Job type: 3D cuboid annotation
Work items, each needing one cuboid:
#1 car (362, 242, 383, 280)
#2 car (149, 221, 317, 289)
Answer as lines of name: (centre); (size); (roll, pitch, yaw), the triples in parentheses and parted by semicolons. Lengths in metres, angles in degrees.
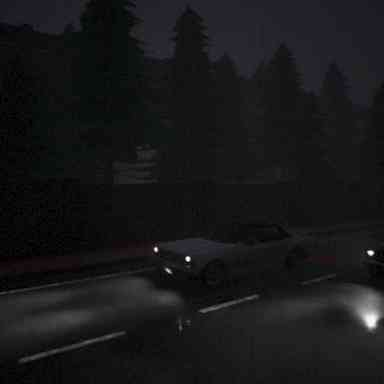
car: (6.355, 1.485, 8.426); (4.718, 1.301, 1.895); (-1, 0, -35)
car: (1.255, 1.527, 9.134); (4.718, 1.301, 1.895); (-1, 0, -35)
